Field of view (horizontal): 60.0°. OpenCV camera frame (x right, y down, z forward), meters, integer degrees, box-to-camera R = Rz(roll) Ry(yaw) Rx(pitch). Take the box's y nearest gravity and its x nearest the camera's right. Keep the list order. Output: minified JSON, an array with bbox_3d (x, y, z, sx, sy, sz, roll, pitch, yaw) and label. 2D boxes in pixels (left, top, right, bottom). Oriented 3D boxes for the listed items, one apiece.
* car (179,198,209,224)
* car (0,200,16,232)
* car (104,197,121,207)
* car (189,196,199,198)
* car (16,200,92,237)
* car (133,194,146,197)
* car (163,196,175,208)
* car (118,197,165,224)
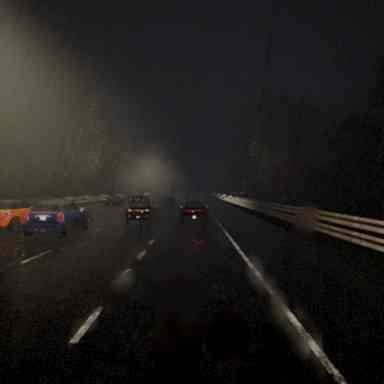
[{"bbox_3d":[0.154,1.354,23.422,1.837,1.490,4.892,0,0,0],"label":"car"},{"bbox_3d":[-10.362,1.229,19.224,2.097,1.767,4.553,0,1,0],"label":"car"},{"bbox_3d":[-10.265,1.322,44.432,1.895,1.301,4.718,0,0,0],"label":"car"},{"bbox_3d":[0.245,1.236,46.423,1.812,1.442,4.674,0,1,0],"label":"car"},{"bbox_3d":[-6.867,1.239,17.475,2.097,1.767,4.553,0,0,0],"label":"car"},{"bbox_3d":[-6.774,1.077,43.685,2.097,1.767,4.553,0,0,1],"label":"car"},{"bbox_3d":[-3.266,1.274,43.726,2.033,1.411,5.357,0,0,0],"label":"car"},{"bbox_3d":[-3.347,1.343,23.085,2.128,1.511,4.902,0,0,0],"label":"car"}]
